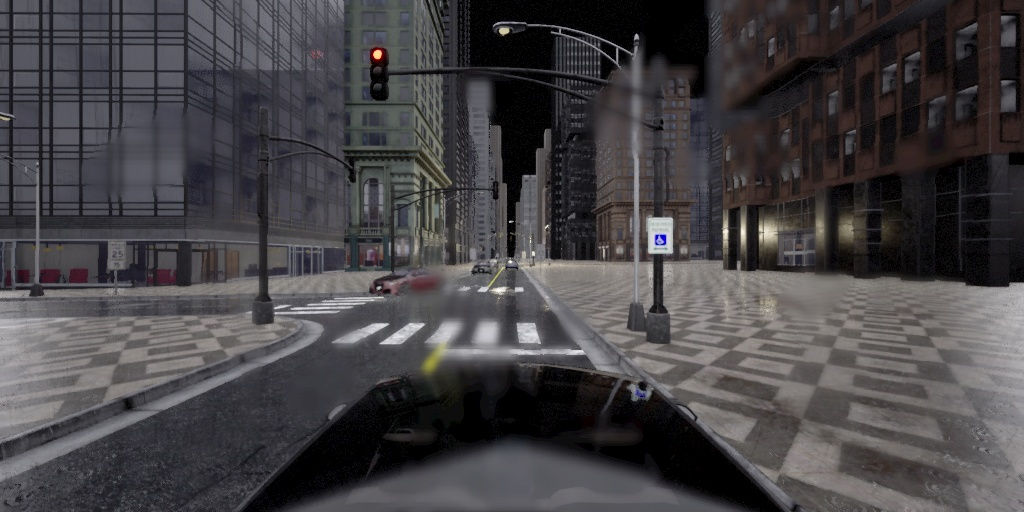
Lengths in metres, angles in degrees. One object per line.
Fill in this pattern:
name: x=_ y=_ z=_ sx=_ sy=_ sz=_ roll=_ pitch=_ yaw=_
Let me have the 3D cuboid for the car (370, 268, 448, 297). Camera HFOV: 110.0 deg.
car: x=-5.371 y=1.339 z=19.072 sx=1.994 sy=1.385 sz=4.181 roll=-1 pitch=0 yaw=33

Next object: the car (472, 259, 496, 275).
car: x=-3.110 y=1.317 z=38.058 sx=1.994 sy=1.385 sz=4.181 roll=0 pitch=0 yaw=0

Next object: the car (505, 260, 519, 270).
car: x=-0.020 y=1.325 z=53.416 sx=1.994 sy=1.385 sz=4.181 roll=0 pitch=0 yaw=0

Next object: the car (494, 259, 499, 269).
car: x=-3.048 y=1.255 z=55.651 sx=2.128 sy=1.511 sz=4.902 roll=0 pitch=0 yaw=0
